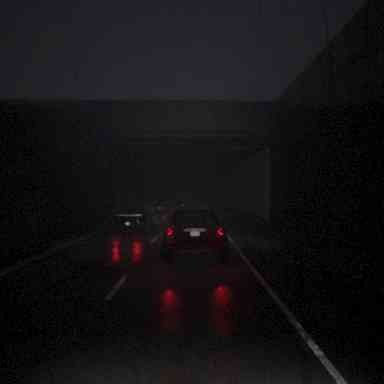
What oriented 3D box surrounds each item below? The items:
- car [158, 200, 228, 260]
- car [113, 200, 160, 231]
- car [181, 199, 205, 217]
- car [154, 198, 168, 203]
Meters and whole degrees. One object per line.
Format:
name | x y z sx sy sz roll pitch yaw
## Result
car | 0.099 1.319 12.459 2.097 1.767 4.553 0 0 0
car | -3.394 1.439 19.955 2.128 1.511 4.902 0 0 0
car | 0.110 1.466 31.326 2.033 1.411 5.357 0 0 0
car | -3.389 1.396 36.770 2.128 1.511 4.902 0 0 0
